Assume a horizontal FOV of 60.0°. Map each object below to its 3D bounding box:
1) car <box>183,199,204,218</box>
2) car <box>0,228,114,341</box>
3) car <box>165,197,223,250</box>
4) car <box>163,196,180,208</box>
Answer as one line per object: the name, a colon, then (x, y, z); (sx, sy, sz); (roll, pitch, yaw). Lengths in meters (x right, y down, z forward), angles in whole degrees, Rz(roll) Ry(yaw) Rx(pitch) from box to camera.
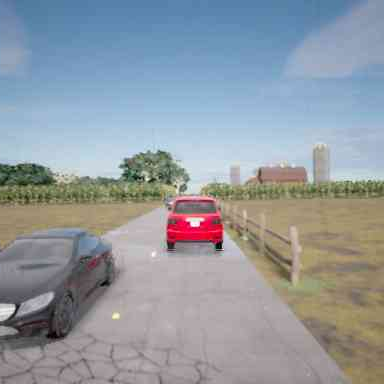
car: (0.110, 1.468, 31.281); (1.837, 1.490, 4.892); (0, 0, 0)
car: (-2.848, 1.523, 6.704); (1.812, 1.442, 4.674); (0, 0, 0)
car: (0.104, 1.213, 14.390); (2.150, 2.045, 5.566); (0, 0, 0)
car: (-2.818, 1.410, 47.108); (2.128, 1.511, 4.902); (0, 0, 0)
